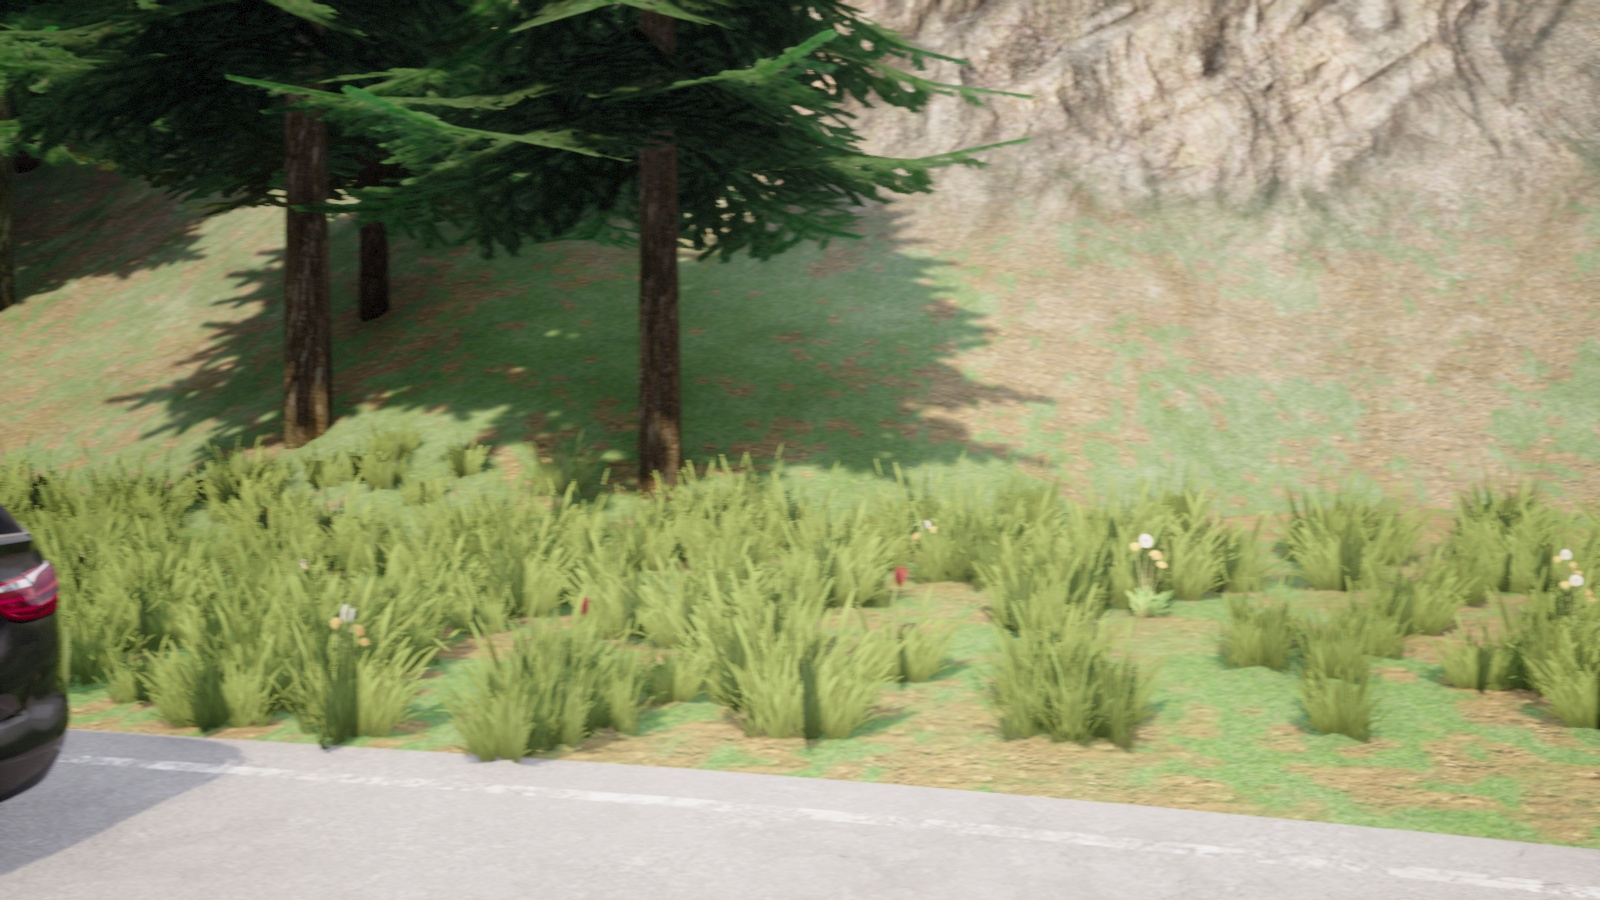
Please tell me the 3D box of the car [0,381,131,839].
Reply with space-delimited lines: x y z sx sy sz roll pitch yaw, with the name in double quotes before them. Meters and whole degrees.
"car" -5.263 0.573 4.644 4.611 1.667 2.242 0 1 14
